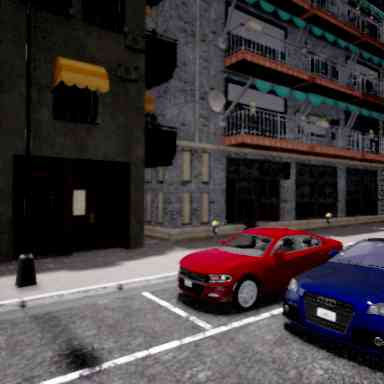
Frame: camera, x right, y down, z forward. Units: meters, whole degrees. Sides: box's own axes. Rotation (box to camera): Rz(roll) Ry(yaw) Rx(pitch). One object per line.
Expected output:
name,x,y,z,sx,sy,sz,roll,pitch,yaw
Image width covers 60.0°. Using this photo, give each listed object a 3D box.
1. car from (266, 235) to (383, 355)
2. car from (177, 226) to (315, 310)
car,3.544,1.558,5.892,4.181,1.385,1.994,0,0,-35
car,1.763,1.539,7.807,4.507,1.381,1.887,0,1,-35
